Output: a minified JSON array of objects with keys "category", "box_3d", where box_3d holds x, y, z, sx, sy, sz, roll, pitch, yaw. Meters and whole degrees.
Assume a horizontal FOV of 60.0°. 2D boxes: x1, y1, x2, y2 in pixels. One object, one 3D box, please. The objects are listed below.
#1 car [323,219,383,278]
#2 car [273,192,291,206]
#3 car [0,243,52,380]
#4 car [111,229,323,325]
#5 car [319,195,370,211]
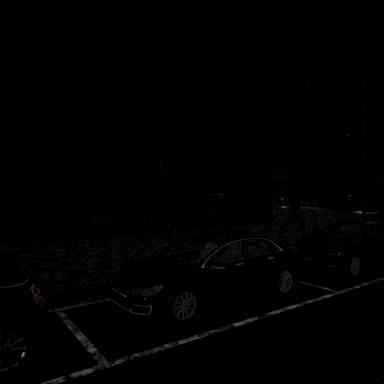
[{"category":"car","box_3d":[4.946,1.545,10.169,4.507,1.381,1.887,0,0,-35]},{"category":"car","box_3d":[10.204,0.834,41.325,2.097,1.767,4.553,0,1,-35]},{"category":"car","box_3d":[-3.944,1.440,3.838,4.097,1.590,1.967,0,0,-35]},{"category":"car","box_3d":[0.501,1.551,7.003,4.403,1.369,2.008,0,0,-35]},{"category":"car","box_3d":[15.452,1.135,33.979,1.882,1.535,5.008,0,1,-35]}]
